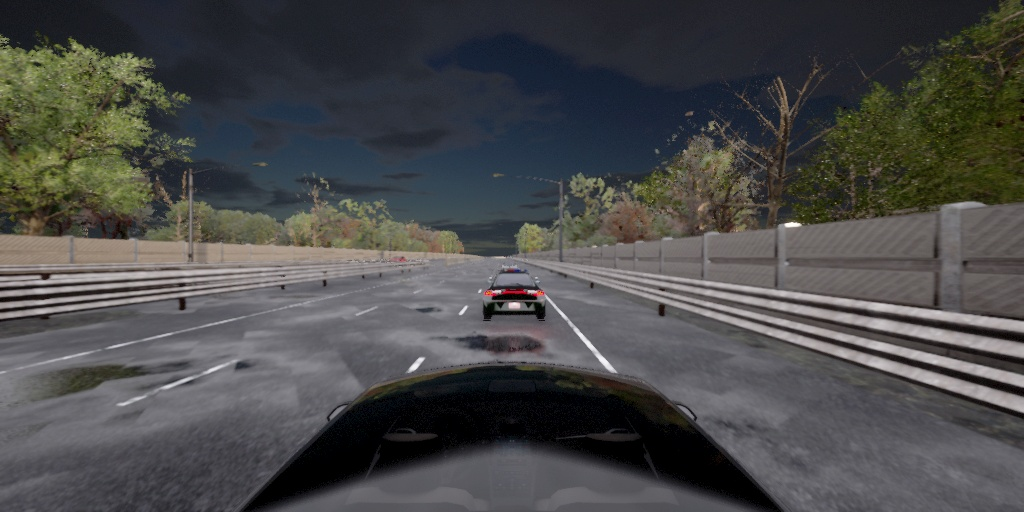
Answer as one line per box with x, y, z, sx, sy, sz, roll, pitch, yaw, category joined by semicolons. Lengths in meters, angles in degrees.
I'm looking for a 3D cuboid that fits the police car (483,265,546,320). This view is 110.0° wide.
0.063;1.257;12.745;2.038;1.542;4.974;0;0;0;police car

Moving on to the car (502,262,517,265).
-0.306;1.365;44.679;1.895;1.301;4.718;0;0;-1;car
